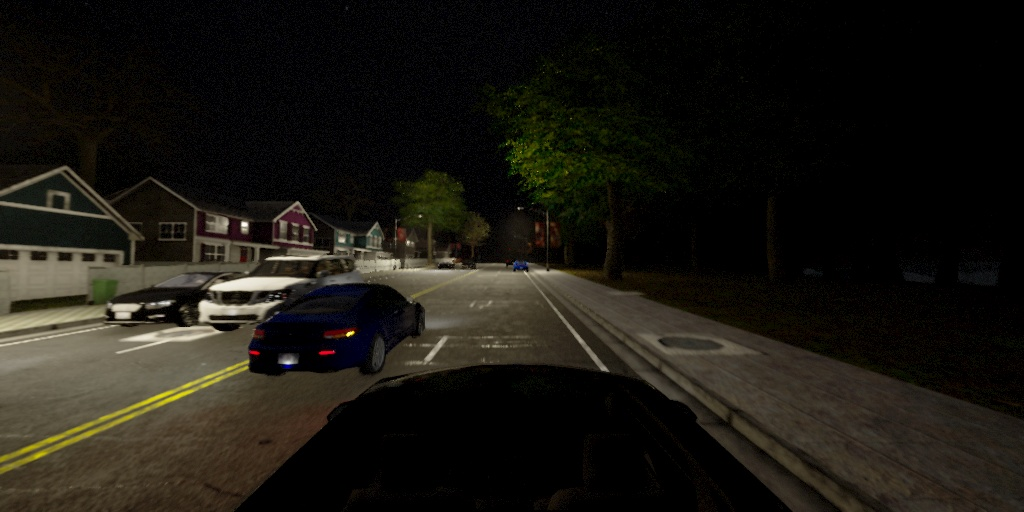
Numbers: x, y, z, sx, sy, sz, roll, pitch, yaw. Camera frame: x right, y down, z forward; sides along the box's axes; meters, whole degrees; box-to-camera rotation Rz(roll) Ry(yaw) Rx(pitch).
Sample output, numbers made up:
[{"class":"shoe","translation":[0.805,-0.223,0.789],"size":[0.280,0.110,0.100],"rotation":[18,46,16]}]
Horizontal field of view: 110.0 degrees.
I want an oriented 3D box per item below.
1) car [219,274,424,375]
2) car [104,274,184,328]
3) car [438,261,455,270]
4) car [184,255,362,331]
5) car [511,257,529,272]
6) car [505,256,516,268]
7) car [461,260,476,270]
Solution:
[{"class":"car","translation":[-3.151,1.277,7.350],"size":[1.812,1.442,4.674],"rotation":[0,0,0]},{"class":"car","translation":[-9.851,1.244,11.528],"size":[2.128,1.511,4.902],"rotation":[0,0,0]},{"class":"car","translation":[-9.819,1.416,53.813],"size":[1.895,1.301,4.718],"rotation":[0,0,1]},{"class":"car","translation":[-6.602,0.975,11.237],"size":[2.150,2.045,5.566],"rotation":[0,0,0]},{"class":"car","translation":[1.127,1.272,45.757],"size":[1.882,1.535,5.008],"rotation":[0,0,0]},{"class":"car","translation":[-0.014,1.095,65.068],"size":[2.150,2.045,5.566],"rotation":[0,0,0]},{"class":"car","translation":[-6.570,1.321,54.324],"size":[1.837,1.490,4.892],"rotation":[0,0,0]}]
